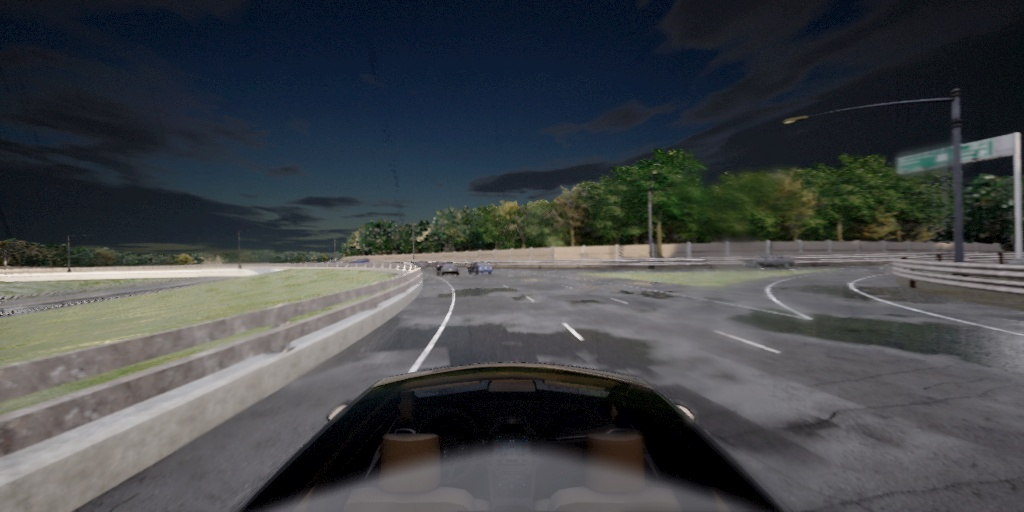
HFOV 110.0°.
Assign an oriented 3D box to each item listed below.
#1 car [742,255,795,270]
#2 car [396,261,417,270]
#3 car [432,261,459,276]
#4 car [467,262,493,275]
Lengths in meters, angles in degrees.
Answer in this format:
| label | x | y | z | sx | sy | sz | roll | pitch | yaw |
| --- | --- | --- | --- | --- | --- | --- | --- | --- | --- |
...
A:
| label | x | y | z | sx | sy | sz | roll | pitch | yaw |
| --- | --- | --- | --- | --- | --- | --- | --- | --- | --- |
| car | 27.376 | 0.678 | 38.318 | 4.902 | 1.511 | 2.128 | -1 | 0 | 5 |
| car | -18.273 | 1.672 | 61.021 | 1.812 | 1.442 | 4.674 | -1 | 0 | -34 |
| car | -7.399 | 1.479 | 40.760 | 1.994 | 1.385 | 4.181 | -1 | 0 | -22 |
| car | -3.710 | 1.385 | 41.005 | 2.033 | 1.411 | 5.357 | -1 | 0 | -21 |
